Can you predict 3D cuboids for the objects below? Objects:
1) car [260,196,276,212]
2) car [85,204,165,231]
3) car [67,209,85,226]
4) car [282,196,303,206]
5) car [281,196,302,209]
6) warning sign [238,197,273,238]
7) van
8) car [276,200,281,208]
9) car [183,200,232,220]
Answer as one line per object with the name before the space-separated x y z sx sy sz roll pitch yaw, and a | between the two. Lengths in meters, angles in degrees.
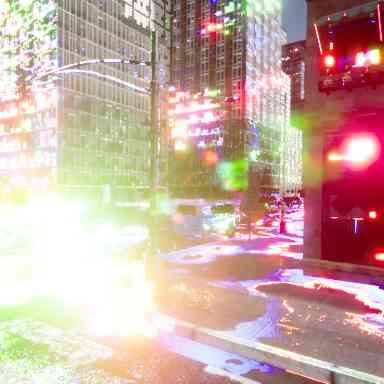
car | 6.839 1.384 35.611 1.882 1.535 5.008 1 1 35
car | -3.844 1.541 20.505 1.895 1.301 4.718 1 1 35
car | -6.061 1.467 21.854 1.947 1.339 4.313 1 1 35
car | 16.185 1.364 53.348 1.752 1.417 4.829 1 1 35
car | 13.030 1.439 44.303 2.033 1.411 5.357 1 1 36
warning sign | 3.072 1.177 16.130 1.300 1.860 1.060 1 1 35
van | 0.787 1.368 17.017 1.690 1.788 3.998 1 1 35
car | 9.899 1.294 44.448 1.967 1.590 4.097 1 1 35
car | 1.411 1.448 27.942 1.812 1.442 4.674 1 1 35
